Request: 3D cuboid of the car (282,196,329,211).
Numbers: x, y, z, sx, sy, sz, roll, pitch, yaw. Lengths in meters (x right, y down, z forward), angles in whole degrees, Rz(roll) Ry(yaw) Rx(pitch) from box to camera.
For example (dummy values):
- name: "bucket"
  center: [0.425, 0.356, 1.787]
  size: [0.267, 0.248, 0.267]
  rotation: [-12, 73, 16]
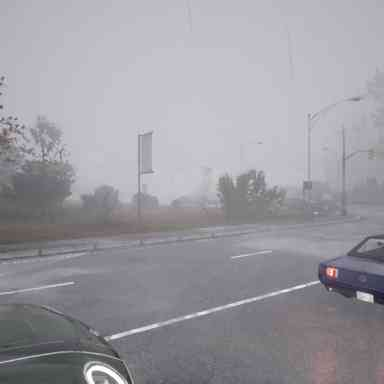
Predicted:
- name: "car"
  center: [11.698, 1.291, 35.704]
  size: [1.837, 1.490, 4.892]
  rotation: [-1, 0, -38]

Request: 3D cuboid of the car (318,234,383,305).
- name: "car"
  center: [4.906, 1.573, 7.230]
  size: [4.718, 1.301, 1.895]
  rotation: [0, 0, -35]

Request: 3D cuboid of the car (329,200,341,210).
- name: "car"
  center: [14.419, 1.247, 37.937]
  size: [2.128, 1.511, 4.902]
  rotation: [-1, 0, -39]

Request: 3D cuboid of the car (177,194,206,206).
- name: "car"
  center: [-0.568, 1.300, 51.089]
  size: [1.837, 1.490, 4.892]
  rotation: [-1, 0, -39]

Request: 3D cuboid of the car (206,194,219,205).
- name: "car"
  center: [2.308, 1.117, 53.095]
  size: [2.097, 1.767, 4.553]
  rotation: [-1, 0, -39]

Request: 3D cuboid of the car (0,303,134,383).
- name: "car"
  center: [-2.567, 1.352, 1.893]
  size: [4.553, 1.767, 2.097]
  rotation: [0, 0, -36]
